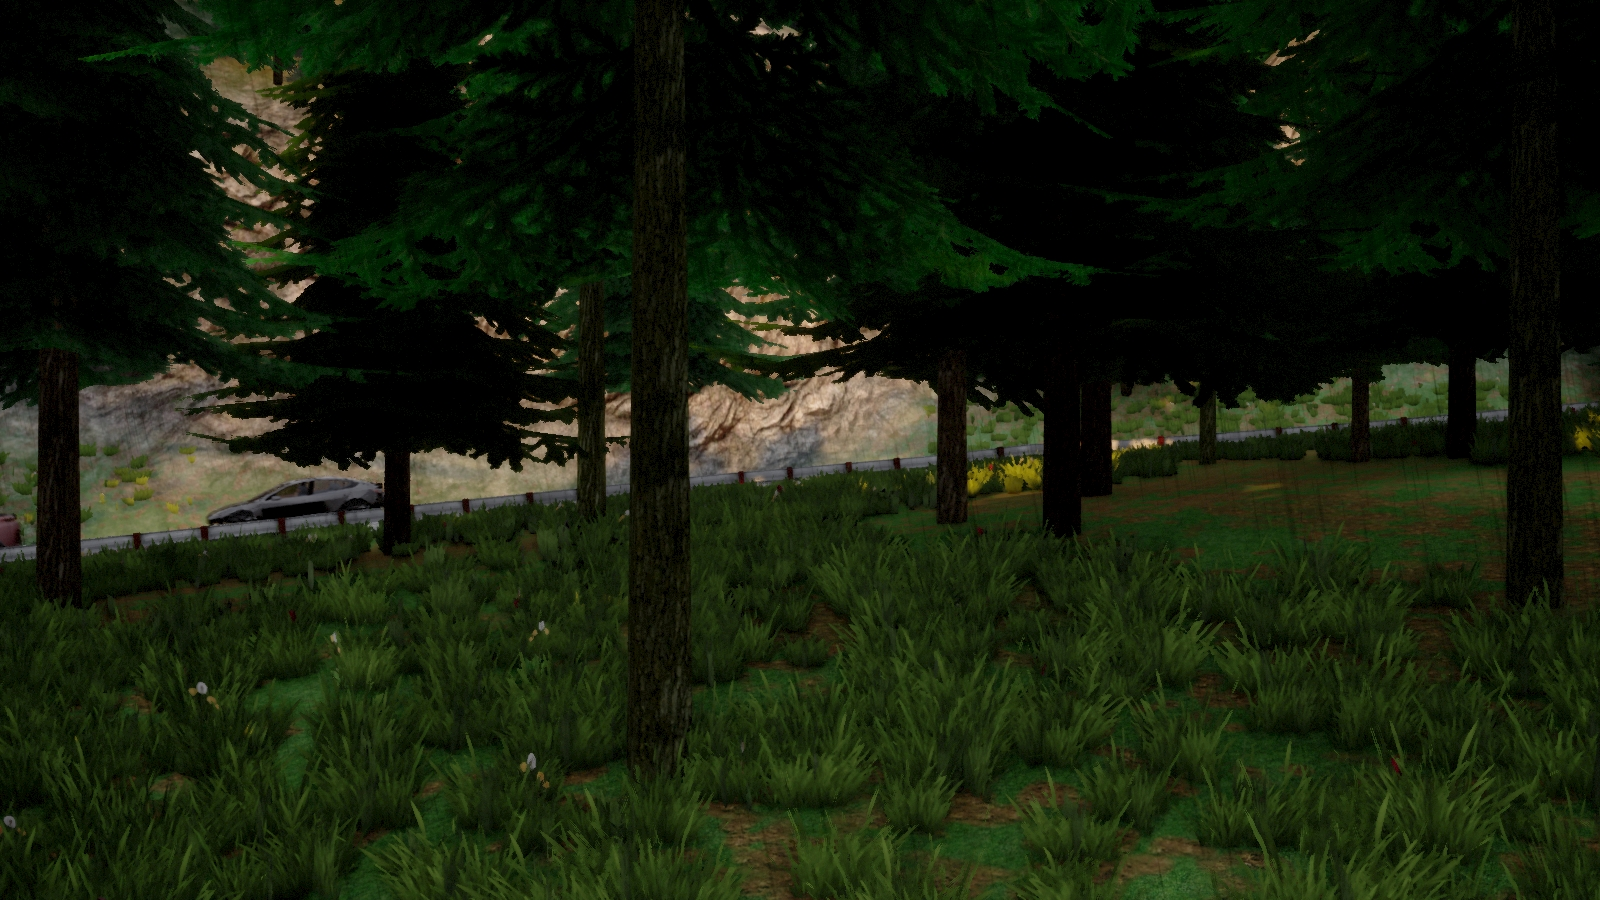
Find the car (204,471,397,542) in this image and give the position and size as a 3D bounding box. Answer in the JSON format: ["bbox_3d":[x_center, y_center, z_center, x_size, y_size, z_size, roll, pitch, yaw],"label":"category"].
[{"bbox_3d":[-14.511,1.573,33.269,4.792,1.488,2.163,-5,3,-31],"label":"car"}]

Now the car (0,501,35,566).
[{"bbox_3d":[-21.519,2.248,27.658,2.007,1.525,4.514,-2,3,42],"label":"car"}]
